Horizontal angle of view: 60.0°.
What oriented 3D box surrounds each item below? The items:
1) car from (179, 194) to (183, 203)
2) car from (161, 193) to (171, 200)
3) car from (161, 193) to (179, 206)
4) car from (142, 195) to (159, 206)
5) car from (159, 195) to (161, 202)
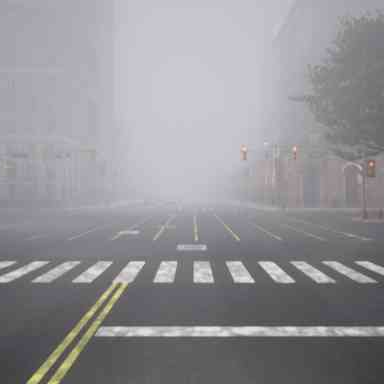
[{"bbox_3d":[-3.484,1.597,70.848,1.895,1.301,4.718,0,0,1],"label":"car"},{"bbox_3d":[-6.834,1.175,87.028,2.097,1.767,4.553,0,0,1],"label":"car"},{"bbox_3d":[-3.647,1.479,55.532,1.882,1.535,5.008,0,1,0],"label":"car"},{"bbox_3d":[-7.147,1.503,55.317,1.837,1.490,4.892,0,1,0],"label":"car"},{"bbox_3d":[-6.983,1.479,70.989,1.882,1.535,5.008,0,0,1],"label":"car"}]
